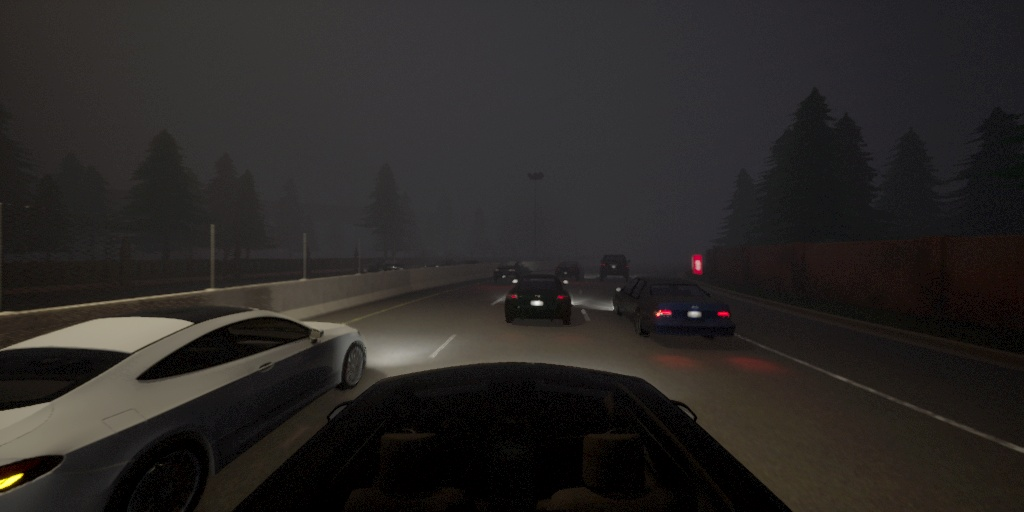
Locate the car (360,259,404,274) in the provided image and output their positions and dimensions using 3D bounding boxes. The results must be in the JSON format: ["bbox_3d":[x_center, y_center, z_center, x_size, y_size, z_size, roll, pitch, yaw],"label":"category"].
[{"bbox_3d":[-12.225,1.040,33.991,2.128,1.511,4.902,0,0,18],"label":"car"}]

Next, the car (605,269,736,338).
[{"bbox_3d":[4.150,1.273,10.104,2.033,1.411,5.357,0,0,6],"label":"car"}]

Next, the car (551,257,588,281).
[{"bbox_3d":[4.761,1.115,29.159,1.882,1.535,5.008,0,0,18],"label":"car"}]

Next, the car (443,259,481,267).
[{"bbox_3d":[-4.449,1.078,35.154,1.837,1.490,4.892,0,0,20],"label":"car"}]

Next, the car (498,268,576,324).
[{"bbox_3d":[0.926,1.269,11.927,1.994,1.385,4.181,0,0,7],"label":"car"}]

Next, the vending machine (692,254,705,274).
[{"bbox_3d":[18.643,0.853,36.047,1.100,2.100,0.880,0,0,26],"label":"vending machine"}]

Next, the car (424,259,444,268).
[{"bbox_3d":[-7.256,1.027,37.673,1.882,1.535,5.008,0,0,21],"label":"car"}]

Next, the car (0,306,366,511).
[{"bbox_3d":[-3.254,1.253,3.783,1.812,1.442,4.674,0,0,1],"label":"car"}]

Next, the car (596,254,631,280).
[{"bbox_3d":[8.319,0.873,28.909,2.150,2.045,5.566,0,0,18],"label":"car"}]

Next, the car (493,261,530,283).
[{"bbox_3d":[0.092,1.127,25.672,2.128,1.511,4.902,0,0,15],"label":"car"}]
